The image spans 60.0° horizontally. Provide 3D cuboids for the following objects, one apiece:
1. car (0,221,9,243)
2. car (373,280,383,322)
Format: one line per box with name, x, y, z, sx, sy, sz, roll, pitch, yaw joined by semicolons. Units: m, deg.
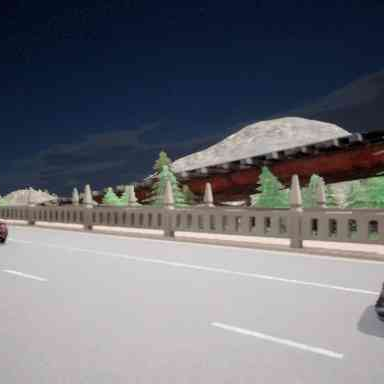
car;-10.456;1.703;15.756;4.674;1.442;1.812;-1;0;36
car;5.495;1.526;4.372;5.357;1.411;2.033;-1;0;36
